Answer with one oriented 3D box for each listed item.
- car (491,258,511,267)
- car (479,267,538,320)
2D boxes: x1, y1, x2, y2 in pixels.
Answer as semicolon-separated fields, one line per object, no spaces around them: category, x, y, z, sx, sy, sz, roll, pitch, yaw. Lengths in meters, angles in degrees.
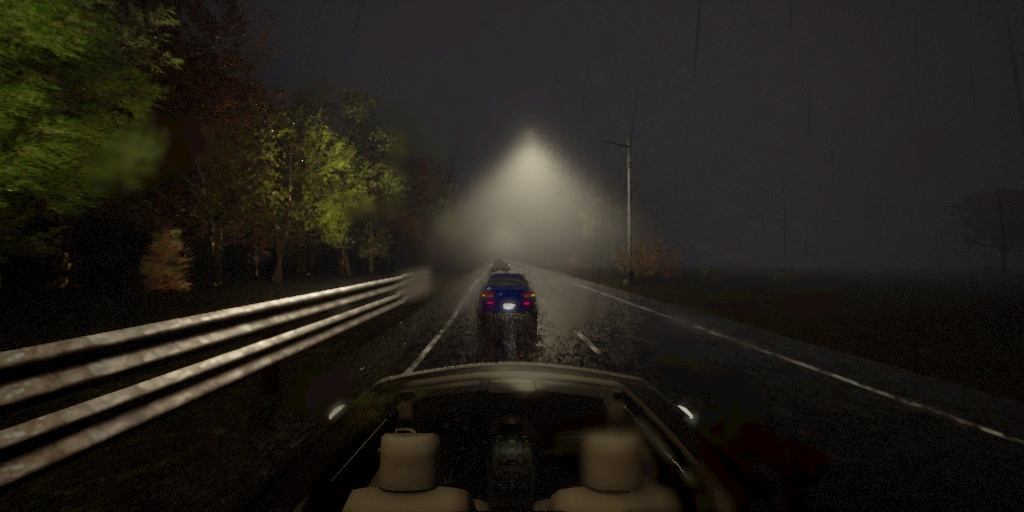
car;-1.152;1.237;36.463;1.882;1.535;5.008;0;0;-2
car;-0.168;1.277;12.589;1.812;1.442;4.674;0;0;-2
